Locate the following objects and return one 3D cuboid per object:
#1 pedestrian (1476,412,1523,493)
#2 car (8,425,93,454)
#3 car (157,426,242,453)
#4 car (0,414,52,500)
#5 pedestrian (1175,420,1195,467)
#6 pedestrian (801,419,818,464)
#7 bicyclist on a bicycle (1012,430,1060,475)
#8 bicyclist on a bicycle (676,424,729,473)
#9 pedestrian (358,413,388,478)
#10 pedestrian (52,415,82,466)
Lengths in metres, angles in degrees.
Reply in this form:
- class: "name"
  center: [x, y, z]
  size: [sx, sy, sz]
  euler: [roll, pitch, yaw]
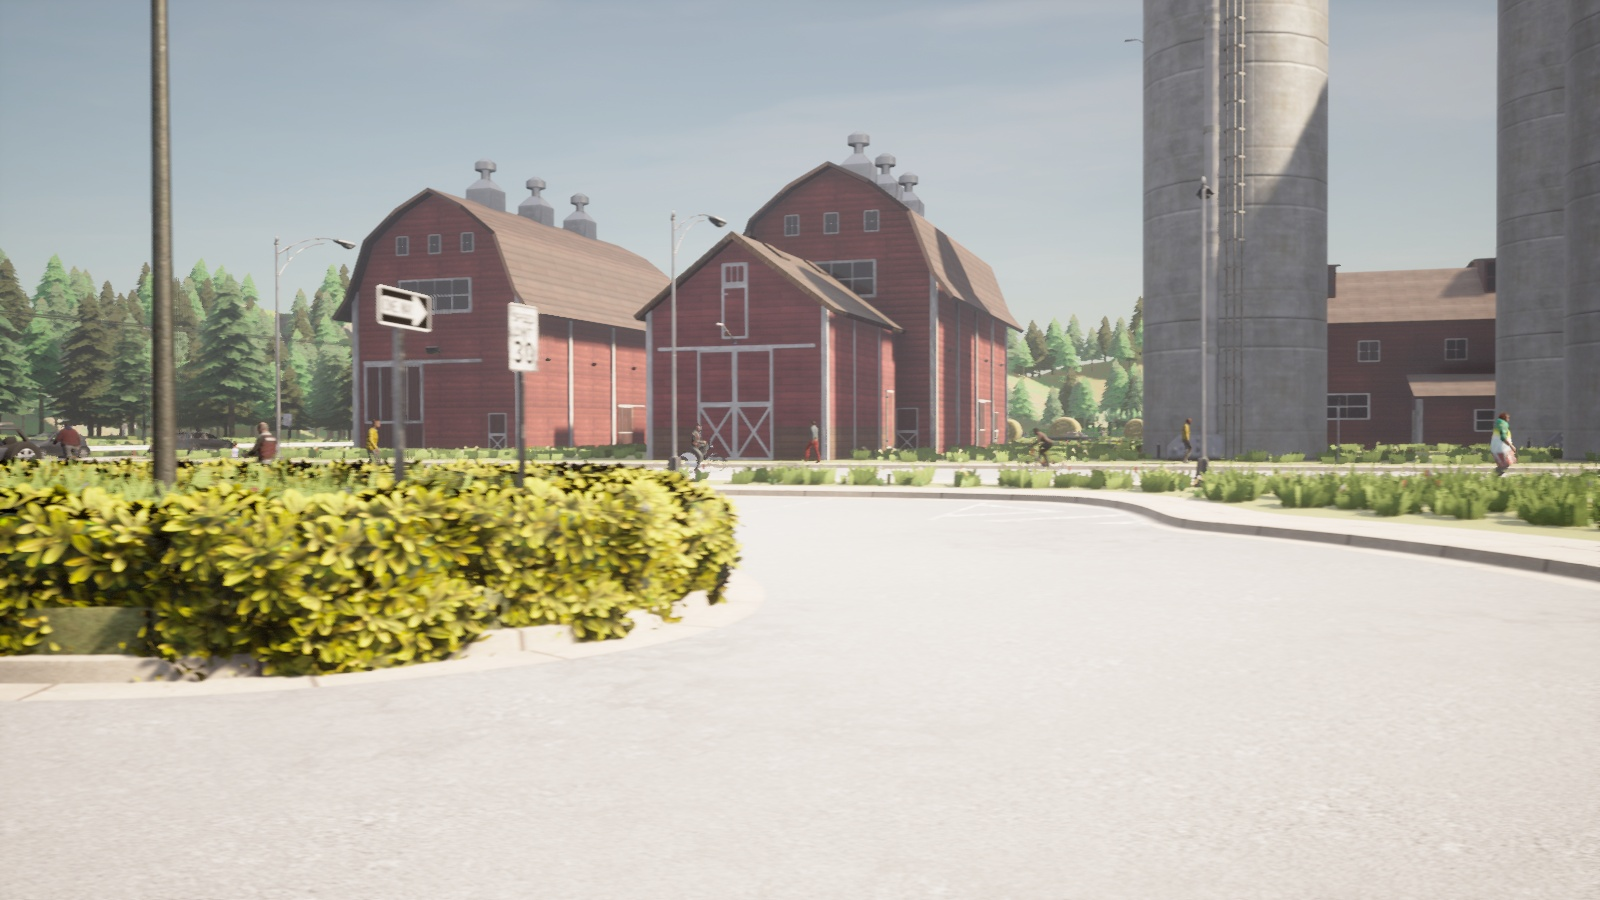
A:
- class: "pedestrian"
  center: [17.210, 0.051, 30.923]
  size: [0.873, 1.952, 0.659]
  euler: [0, 1, 17]
- class: "car"
  center: [-43.826, -0.617, 73.493]
  size: [1.851, 1.617, 3.988]
  euler: [1, 1, 19]
- class: "car"
  center: [-38.036, -0.662, 79.626]
  size: [2.033, 1.649, 4.856]
  euler: [1, 1, 19]
- class: "car"
  center: [-19.205, 0.125, 27.873]
  size: [4.605, 1.855, 1.932]
  euler: [1, 1, 19]
- class: "pedestrian"
  center: [15.248, -0.262, 49.718]
  size: [0.726, 1.835, 0.370]
  euler: [0, 1, 13]
- class: "pedestrian"
  center: [0.417, -0.361, 52.747]
  size: [0.614, 1.847, 0.353]
  euler: [1, 1, 34]
- class: "bicyclist on a bicycle"
  center: [8.664, 0.074, 46.071]
  size: [1.656, 1.620, 0.582]
  euler: [0, 1, 18]
- class: "bicyclist on a bicycle"
  center: [-3.587, -0.059, 46.346]
  size: [1.843, 1.776, 0.659]
  euler: [0, 1, 18]
- class: "pedestrian"
  center: [-12.100, -0.129, 35.569]
  size: [0.709, 1.840, 0.431]
  euler: [0, 1, -4]
- class: "pedestrian"
  center: [-26.447, -0.343, 45.318]
  size: [0.899, 1.844, 0.634]
  euler: [1, 1, 36]
